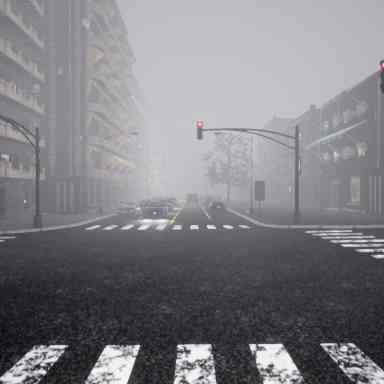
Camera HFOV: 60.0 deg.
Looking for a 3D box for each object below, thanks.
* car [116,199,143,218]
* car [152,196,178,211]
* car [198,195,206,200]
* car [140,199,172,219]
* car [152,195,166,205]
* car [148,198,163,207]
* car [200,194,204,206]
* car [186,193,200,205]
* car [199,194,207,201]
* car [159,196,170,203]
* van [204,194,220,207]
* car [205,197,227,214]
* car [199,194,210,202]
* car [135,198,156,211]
[{"bbox_3d":[-5.688,1.543,30.158,2.008,1.369,4.403,0,0,0],"label":"car"},{"bbox_3d":[-3.092,1.536,38.666,2.033,1.411,5.357,0,0,0],"label":"car"},{"bbox_3d":[2.705,1.497,91.018,1.887,1.381,4.507,0,0,0],"label":"car"},{"bbox_3d":[-3.103,1.557,29.319,1.994,1.385,4.181,0,0,-1],"label":"car"},{"bbox_3d":[-5.683,1.418,57.826,1.967,1.590,4.097,0,0,0],"label":"car"},{"bbox_3d":[-5.683,1.563,52.293,1.802,1.307,4.206,0,0,0],"label":"car"},{"bbox_3d":[2.697,1.421,52.284,1.967,1.590,4.097,0,0,0],"label":"car"},{"bbox_3d":[0.109,1.201,58.657,2.150,2.045,5.566,0,0,0],"label":"car"},{"bbox_3d":[2.703,1.398,85.484,1.967,1.590,4.097,0,0,0],"label":"car"},{"bbox_3d":[-5.680,1.553,68.893,1.802,1.307,4.206,0,0,0],"label":"car"},{"bbox_3d":[2.694,1.328,41.216,1.690,1.788,3.998,0,0,0],"label":"van"},{"bbox_3d":[2.695,1.556,35.683,1.947,1.339,4.313,0,0,0],"label":"car"},{"bbox_3d":[2.700,1.282,74.418,2.192,1.841,5.009,0,0,0],"label":"car"},{"bbox_3d":[-5.685,1.532,41.225,1.887,1.381,4.507,0,0,0],"label":"car"}]
